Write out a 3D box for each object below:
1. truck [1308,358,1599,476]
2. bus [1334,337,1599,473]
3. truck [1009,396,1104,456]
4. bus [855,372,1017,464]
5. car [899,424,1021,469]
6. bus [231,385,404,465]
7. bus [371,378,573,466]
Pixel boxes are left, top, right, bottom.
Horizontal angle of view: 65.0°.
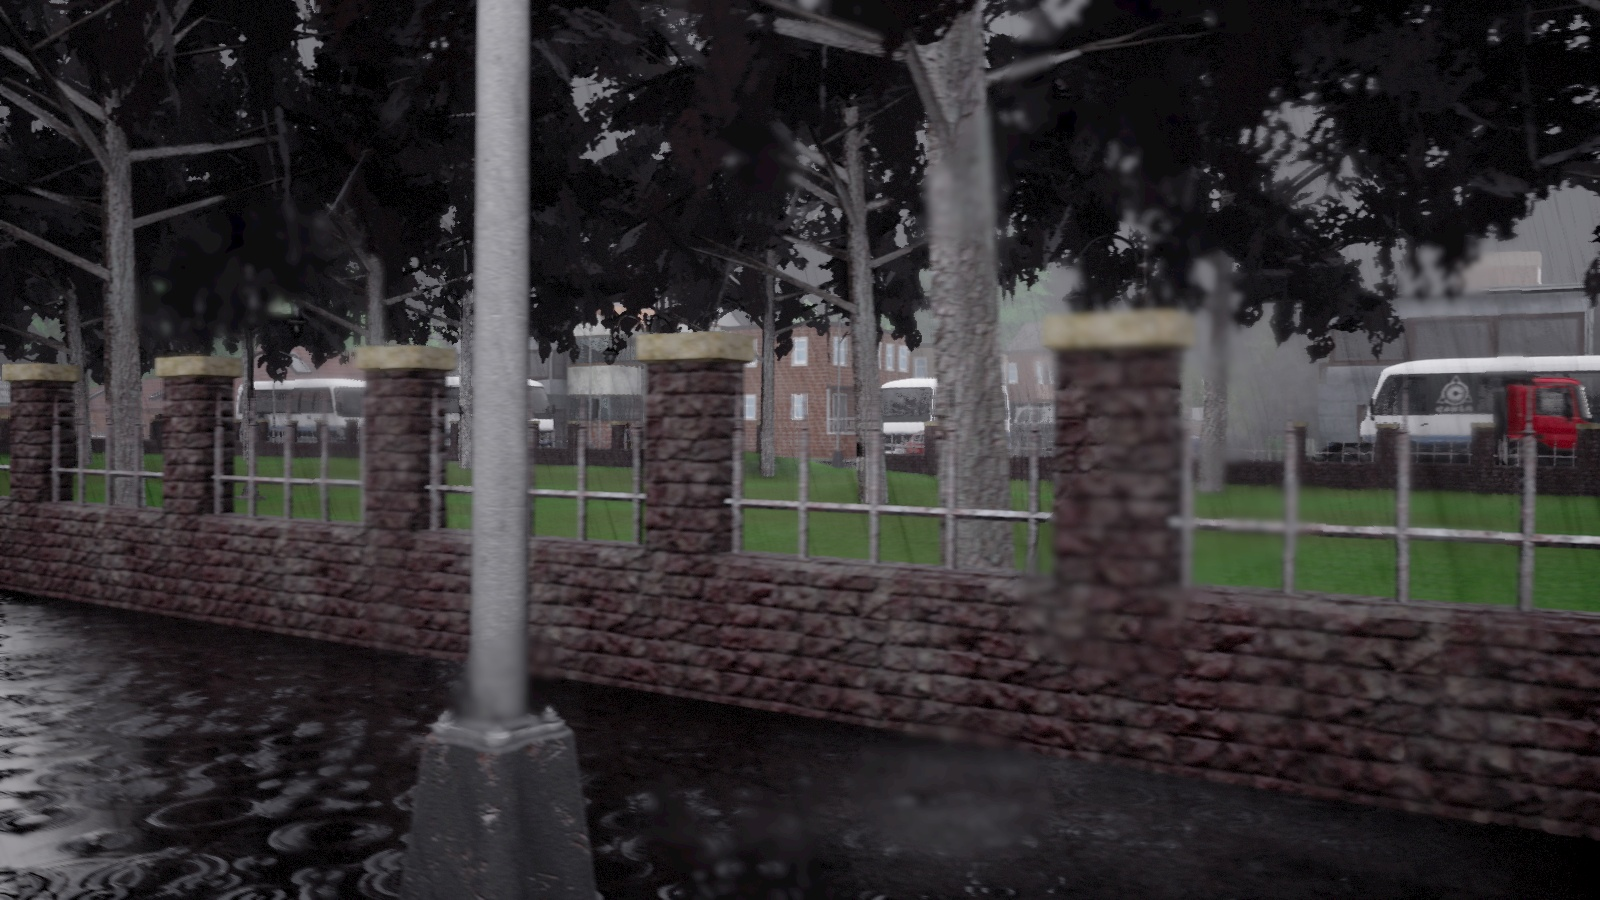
[{"bbox_3d":[20.701,-0.984,39.980,7.936,3.462,2.891,0,1,34],"label":"truck"},{"bbox_3d":[24.005,-1.444,42.593,10.273,4.253,3.944,0,1,35],"label":"bus"},{"bbox_3d":[15.760,-1.440,76.653,2.891,3.462,7.936,0,1,34],"label":"truck"},{"bbox_3d":[7.093,-1.578,63.521,3.944,4.253,10.273,-1,1,32],"label":"bus"},{"bbox_3d":[6.317,-0.165,50.014,2.242,1.667,4.611,-1,1,-36],"label":"car"},{"bbox_3d":[-27.636,-1.375,71.661,10.273,4.253,3.944,0,1,34],"label":"bus"},{"bbox_3d":[-17.005,-1.378,64.848,10.273,4.253,3.944,0,1,30],"label":"bus"}]
